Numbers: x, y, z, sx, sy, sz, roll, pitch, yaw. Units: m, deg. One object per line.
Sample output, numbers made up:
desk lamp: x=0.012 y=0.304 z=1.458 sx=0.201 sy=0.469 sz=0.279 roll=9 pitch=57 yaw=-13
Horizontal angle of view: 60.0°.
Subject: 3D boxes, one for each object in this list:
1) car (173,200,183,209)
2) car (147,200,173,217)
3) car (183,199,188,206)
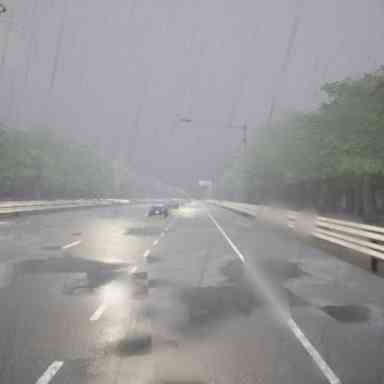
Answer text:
car: x=-3.046 y=2.049 z=54.514 sx=2.128 sy=1.511 sz=4.902 roll=1 pitch=-1 yaw=1
car: x=-3.265 y=1.771 z=33.846 sx=1.812 sy=1.442 sz=4.674 roll=1 pitch=-1 yaw=1
car: x=-2.687 y=2.636 z=81.700 sx=2.033 sy=1.411 sz=5.357 roll=1 pitch=-1 yaw=1
